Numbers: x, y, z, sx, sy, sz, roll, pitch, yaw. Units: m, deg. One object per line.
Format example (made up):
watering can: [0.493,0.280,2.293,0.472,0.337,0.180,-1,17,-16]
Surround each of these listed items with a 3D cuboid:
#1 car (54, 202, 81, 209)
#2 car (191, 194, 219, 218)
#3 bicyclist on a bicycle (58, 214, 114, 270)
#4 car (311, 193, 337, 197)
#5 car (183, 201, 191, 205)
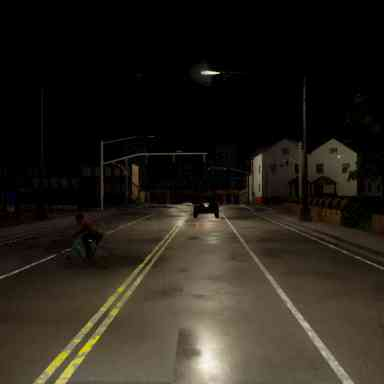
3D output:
car: [-18.067,2.049,47.338,4.181,1.385,1.994,-4,0,2]
car: [1.285,1.221,30.007,2.150,2.045,5.566,0,0,2]
bicyclist on a bicycle: [-3.083,1.453,9.623,1.656,1.620,0.582,0,0,2]
car: [19.184,1.221,49.990,5.566,2.045,2.150,0,0,2]
car: [-0.831,2.597,66.402,1.812,1.442,4.674,0,-9,3]
